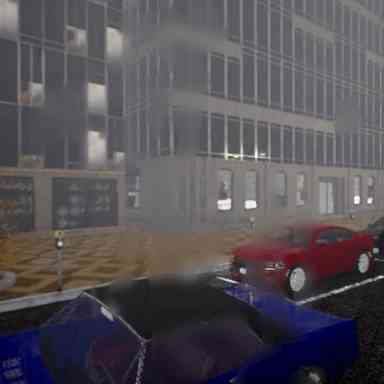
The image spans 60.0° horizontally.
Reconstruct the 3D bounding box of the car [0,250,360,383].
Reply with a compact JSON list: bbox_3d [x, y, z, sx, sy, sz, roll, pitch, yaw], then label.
[{"bbox_3d":[-0.616,1.594,2.939,4.718,1.301,1.895,0,0,-36],"label":"car"}]

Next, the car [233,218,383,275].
[{"bbox_3d":[2.982,1.500,8.687,4.507,1.381,1.887,0,0,-36],"label":"car"}]

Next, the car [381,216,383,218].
[{"bbox_3d":[7.616,1.485,11.994,4.313,1.339,1.947,0,0,-36],"label":"car"}]
